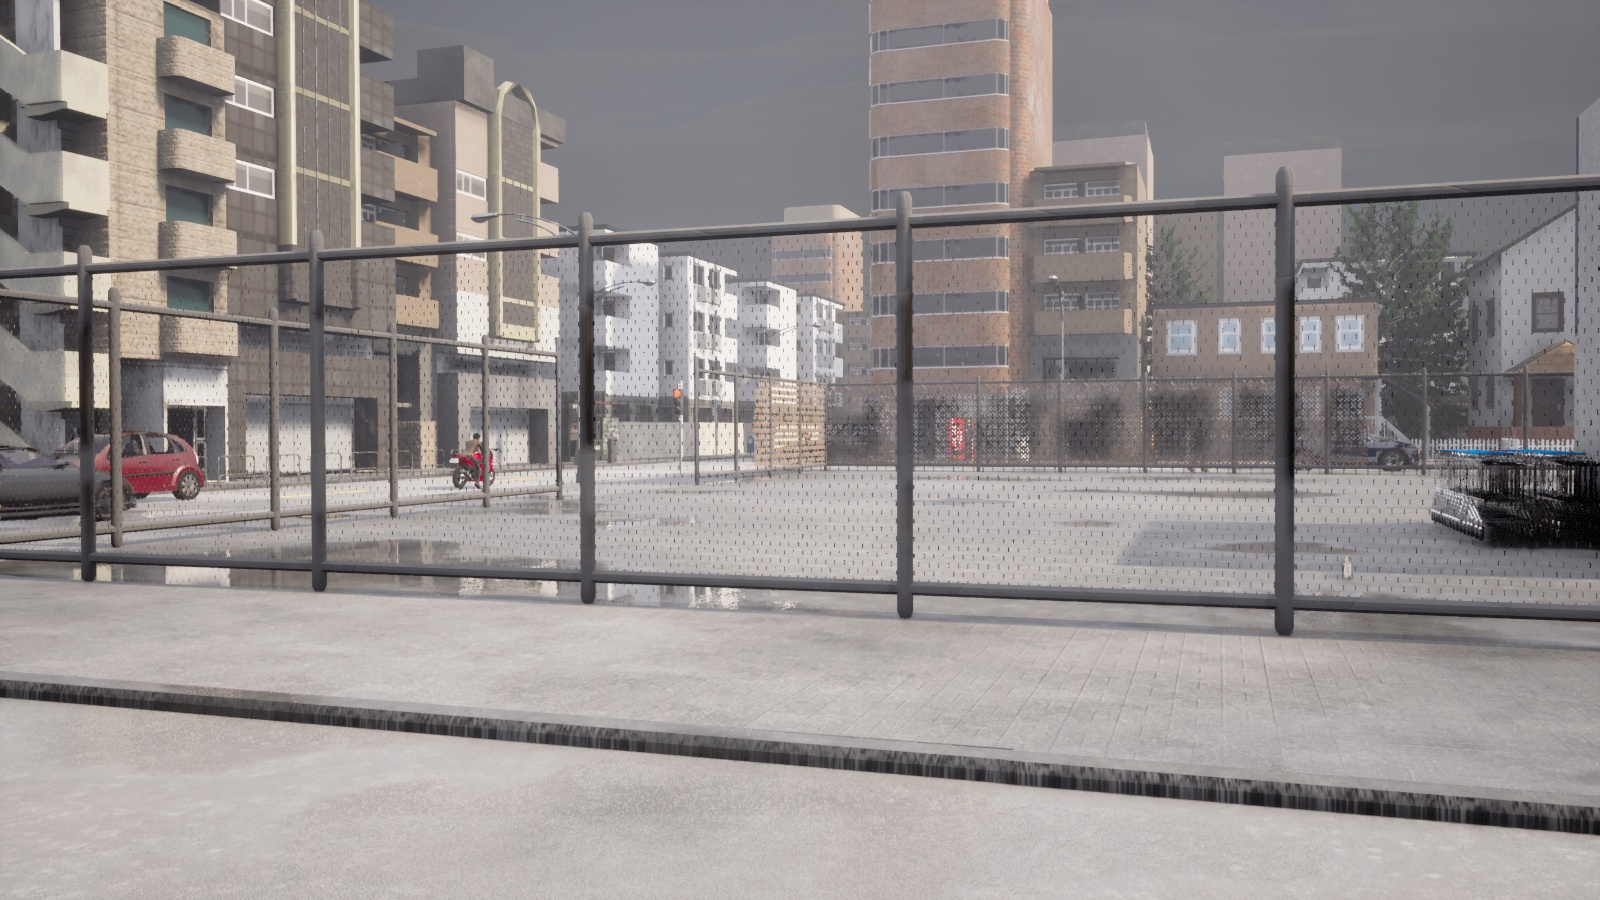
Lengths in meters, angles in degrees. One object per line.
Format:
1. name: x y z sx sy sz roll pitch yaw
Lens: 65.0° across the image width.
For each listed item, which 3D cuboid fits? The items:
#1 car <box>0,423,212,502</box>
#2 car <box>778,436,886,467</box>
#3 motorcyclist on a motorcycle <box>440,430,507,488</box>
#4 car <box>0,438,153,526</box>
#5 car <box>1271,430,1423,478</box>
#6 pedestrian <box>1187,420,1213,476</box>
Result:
1. car: -15.348 0.220 27.950 1.851 1.617 3.988 1 1 18
2. car: 1.393 0.029 56.439 4.718 1.301 1.895 1 1 41
3. motorcyclist on a motorcycle: -8.945 0.223 34.468 0.797 1.523 2.044 1 1 19
4. car: -13.405 0.501 21.208 1.994 1.385 4.181 1 1 19
5. car: 19.504 0.109 44.994 4.856 1.649 2.033 1 1 20
6. pedestrian: 13.333 -0.084 41.833 0.703 1.840 0.431 1 1 35
